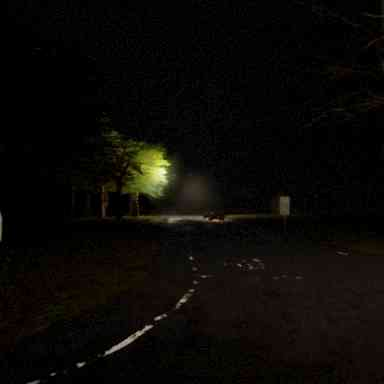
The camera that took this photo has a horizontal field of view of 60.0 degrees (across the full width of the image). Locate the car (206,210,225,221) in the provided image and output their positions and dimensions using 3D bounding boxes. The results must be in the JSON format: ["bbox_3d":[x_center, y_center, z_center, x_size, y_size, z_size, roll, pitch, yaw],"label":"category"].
[{"bbox_3d":[3.531,3.390,48.005,1.882,1.535,5.008,1,-3,-2],"label":"car"}]

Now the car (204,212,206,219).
[{"bbox_3d":[3.063,3.907,56.592,2.033,1.411,5.357,1,-3,-3],"label":"car"}]
